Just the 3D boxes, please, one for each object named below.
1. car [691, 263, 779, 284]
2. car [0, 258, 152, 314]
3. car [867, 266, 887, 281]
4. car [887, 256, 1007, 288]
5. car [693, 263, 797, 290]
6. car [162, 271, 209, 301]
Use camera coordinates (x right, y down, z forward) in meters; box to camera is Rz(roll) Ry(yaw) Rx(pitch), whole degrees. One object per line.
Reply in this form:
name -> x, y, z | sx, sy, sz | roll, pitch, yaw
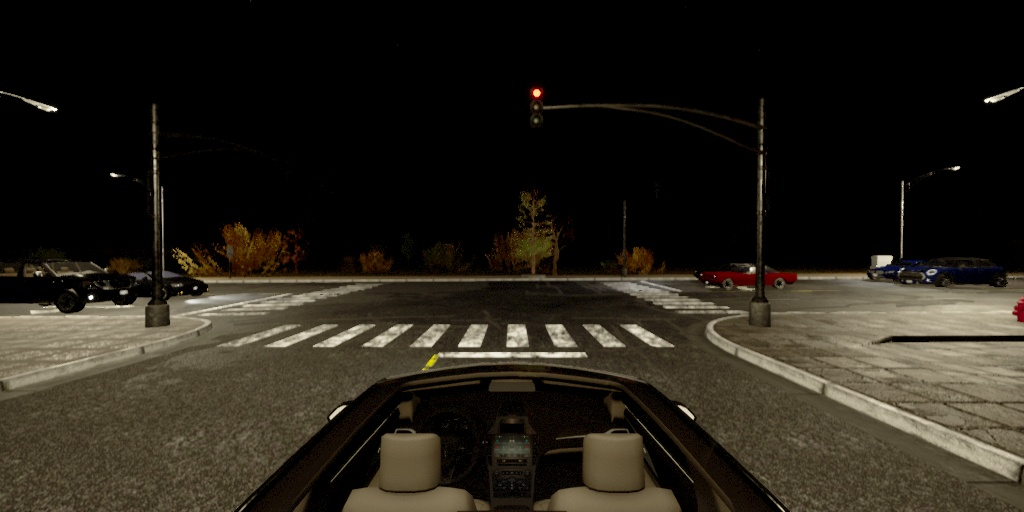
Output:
car -> 14.859, 1.147, 24.053 | 4.718, 1.301, 1.895 | 0, 1, 0
car -> -18.277, 1.121, 14.351 | 5.566, 2.045, 2.150 | 0, 1, 0
car -> 26.617, 1.000, 23.960 | 4.674, 1.442, 1.812 | 0, 1, 0
car -> 25.227, 0.882, 20.718 | 4.553, 1.767, 2.097 | 0, 1, 0
car -> 13.511, 1.201, 20.802 | 4.718, 1.301, 1.895 | 0, 1, 0
car -> -17.522, 1.412, 17.601 | 4.181, 1.385, 1.994 | 0, 1, 0
